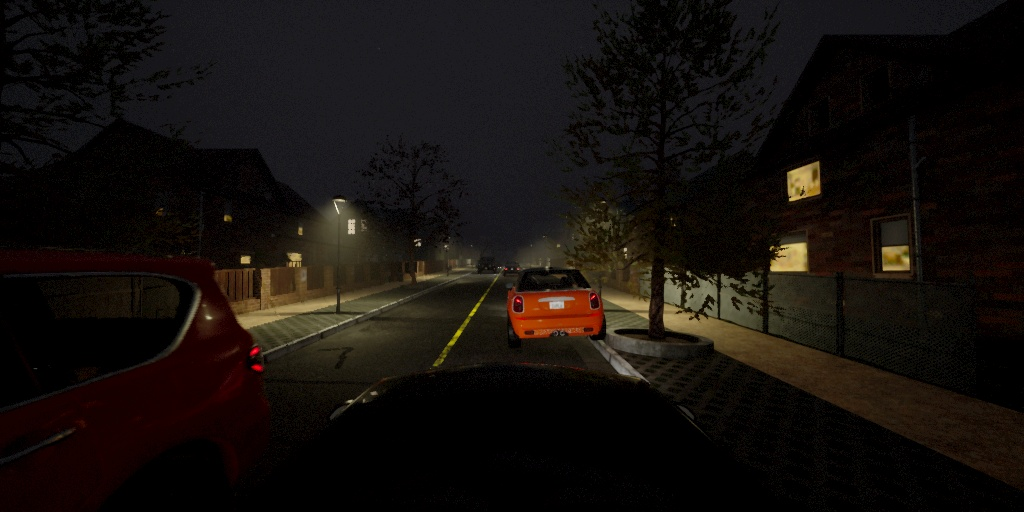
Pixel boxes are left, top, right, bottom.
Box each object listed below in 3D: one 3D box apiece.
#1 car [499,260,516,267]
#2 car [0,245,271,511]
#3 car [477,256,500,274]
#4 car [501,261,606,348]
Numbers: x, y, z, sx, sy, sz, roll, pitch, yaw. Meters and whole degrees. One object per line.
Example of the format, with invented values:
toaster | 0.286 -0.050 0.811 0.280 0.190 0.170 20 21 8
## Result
car | 0.023 1.359 38.210 2.033 1.411 5.357 0 0 0
car | -2.848 0.970 0.328 2.150 2.045 5.566 0 0 0
car | -2.912 1.045 42.905 2.150 2.045 5.566 0 0 0
car | 0.911 1.060 9.443 2.097 1.767 4.553 -3 -1 0
